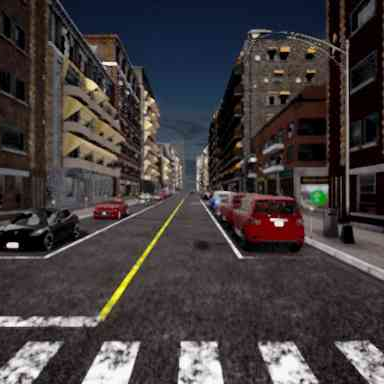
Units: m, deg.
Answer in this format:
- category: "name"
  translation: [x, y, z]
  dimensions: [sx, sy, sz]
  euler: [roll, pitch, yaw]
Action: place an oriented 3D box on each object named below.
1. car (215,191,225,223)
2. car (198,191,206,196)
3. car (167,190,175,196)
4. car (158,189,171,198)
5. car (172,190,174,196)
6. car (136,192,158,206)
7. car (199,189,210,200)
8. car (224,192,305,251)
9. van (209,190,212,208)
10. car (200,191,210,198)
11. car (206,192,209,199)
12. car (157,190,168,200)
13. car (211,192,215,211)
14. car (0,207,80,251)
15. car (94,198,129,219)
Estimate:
- category: "car"
  translation: [2.702, 0.965, 18.252]
  dimensions: [2.192, 1.841, 5.009]
  euler: [1, 1, 0]
- category: "car"
  translation: [2.673, 0.317, 90.055]
  dimensions: [1.947, 1.339, 4.313]
  euler: [1, 1, 0]
- category: "car"
  translation: [-5.705, 0.184, 90.050]
  dimensions: [1.967, 1.590, 4.097]
  euler: [1, 1, 0]
- category: "car"
  translation: [-5.693, 0.374, 62.431]
  dimensions: [2.192, 1.841, 5.009]
  euler: [1, 1, 0]
- category: "car"
  translation: [-5.697, 0.243, 73.480]
  dimensions: [2.192, 1.841, 5.009]
  euler: [1, 1, 0]
- category: "car"
  translation: [-5.690, 0.892, 40.342]
  dimensions: [2.008, 1.369, 4.403]
  euler: [1, 1, 0]
- category: "car"
  translation: [2.685, 0.701, 56.914]
  dimensions: [1.947, 1.339, 4.313]
  euler: [1, 1, 0]
- category: "car"
  translation: [2.704, 1.045, 12.728]
  dimensions: [2.192, 1.841, 5.009]
  euler: [1, 1, 0]
- category: "van"
  translation: [2.698, 0.836, 29.296]
  dimensions: [1.690, 1.788, 3.998]
  euler: [1, 1, 0]
- category: "car"
  translation: [2.681, 0.544, 67.963]
  dimensions: [1.887, 1.381, 4.507]
  euler: [1, 1, 0]
- category: "car"
  translation: [2.692, 1.003, 34.823]
  dimensions: [1.802, 1.307, 4.206]
  euler: [1, 1, 0]
- category: "car"
  translation: [-5.696, 0.710, 56.910]
  dimensions: [1.802, 1.307, 4.206]
  euler: [1, 1, 0]
- category: "car"
  translation: [2.698, 1.012, 23.778]
  dimensions: [1.967, 1.590, 4.097]
  euler: [1, 1, 0]
- category: "car"
  translation: [-5.681, 1.290, 12.726]
  dimensions: [1.947, 1.339, 4.313]
  euler: [1, 1, 0]
- category: "car"
  translation: [-5.684, 1.109, 23.773]
  dimensions: [1.887, 1.381, 4.507]
  euler: [1, 1, 0]
